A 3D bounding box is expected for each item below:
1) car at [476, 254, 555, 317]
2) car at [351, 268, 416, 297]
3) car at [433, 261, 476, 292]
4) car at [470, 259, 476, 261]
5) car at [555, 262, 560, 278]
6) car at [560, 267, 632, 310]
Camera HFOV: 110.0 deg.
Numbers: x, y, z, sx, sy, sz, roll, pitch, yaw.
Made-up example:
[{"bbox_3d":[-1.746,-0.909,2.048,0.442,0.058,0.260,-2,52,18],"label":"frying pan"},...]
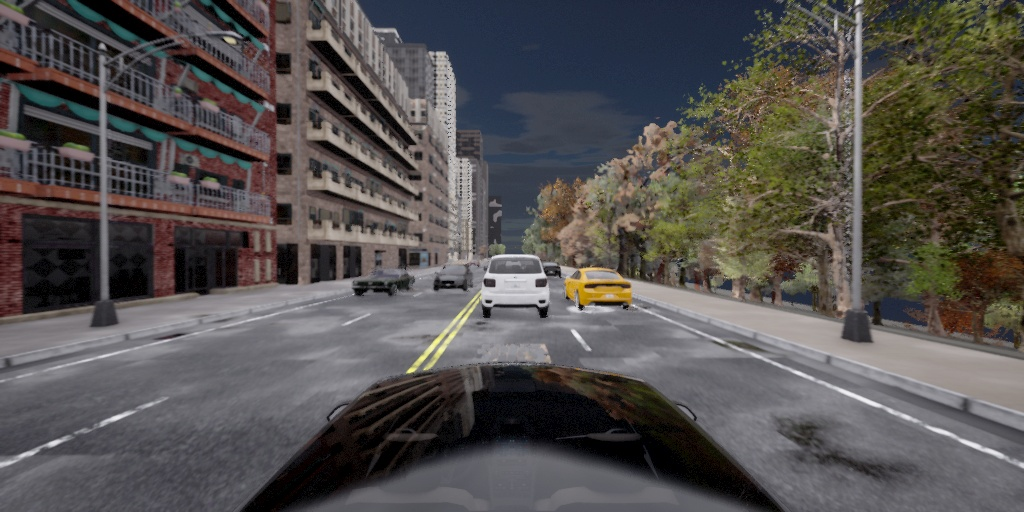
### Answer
[{"bbox_3d":[0.104,0.966,13.323,2.150,2.045,5.566,0,0,0],"label":"car"},{"bbox_3d":[-6.595,1.342,18.891,1.895,1.301,4.718,0,0,0],"label":"car"},{"bbox_3d":[-3.343,1.244,21.149,1.837,1.490,4.892,0,0,0],"label":"car"},{"bbox_3d":[-6.482,1.261,61.736,1.812,1.442,4.674,0,0,0],"label":"car"},{"bbox_3d":[3.361,1.213,33.128,1.882,1.535,5.008,0,0,0],"label":"car"},{"bbox_3d":[3.354,1.221,14.773,1.882,1.535,5.008,0,0,0],"label":"car"}]
